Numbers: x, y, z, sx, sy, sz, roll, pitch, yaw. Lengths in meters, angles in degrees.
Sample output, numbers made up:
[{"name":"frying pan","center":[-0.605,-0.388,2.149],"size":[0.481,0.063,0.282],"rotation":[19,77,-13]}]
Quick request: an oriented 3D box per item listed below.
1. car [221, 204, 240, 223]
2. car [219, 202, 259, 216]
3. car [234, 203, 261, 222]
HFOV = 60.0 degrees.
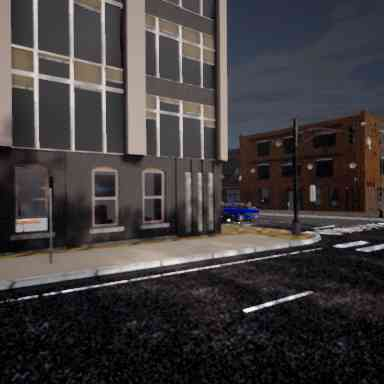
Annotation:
[{"name":"car","center":[1.654,1.931,28.521],"size":[1.947,1.339,4.313],"rotation":[-2,0,-37]},{"name":"car","center":[5.286,1.914,38.112],"size":[2.008,1.369,4.403],"rotation":[-2,0,-37]},{"name":"car","center":[3.928,1.812,30.039],"size":[1.882,1.535,5.008],"rotation":[-1,0,-37]}]
